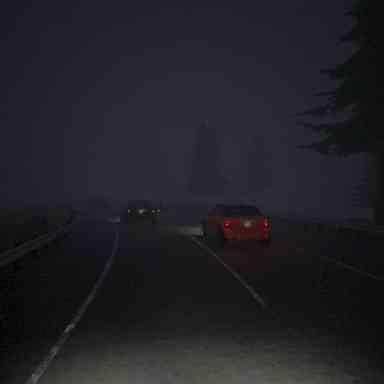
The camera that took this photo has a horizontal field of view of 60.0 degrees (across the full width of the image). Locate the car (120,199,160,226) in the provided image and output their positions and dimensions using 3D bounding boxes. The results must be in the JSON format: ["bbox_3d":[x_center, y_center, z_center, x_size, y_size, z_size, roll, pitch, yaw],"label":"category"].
[{"bbox_3d":[-3.833,1.275,23.162,2.097,1.767,4.553,0,0,-17],"label":"car"}]

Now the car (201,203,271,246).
[{"bbox_3d":[1.808,1.289,15.147,2.097,1.767,4.553,0,0,-10],"label":"car"}]

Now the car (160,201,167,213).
[{"bbox_3d":[-4.150,1.485,34.007,1.895,1.301,4.718,0,0,-24],"label":"car"}]

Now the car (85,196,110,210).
[{"bbox_3d":[-11.579,1.235,40.530,2.097,1.767,4.553,0,0,-30],"label":"car"}]
